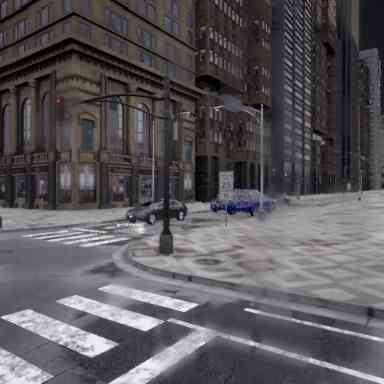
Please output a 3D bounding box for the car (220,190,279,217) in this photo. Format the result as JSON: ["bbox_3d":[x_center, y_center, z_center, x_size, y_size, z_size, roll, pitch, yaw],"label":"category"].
[{"bbox_3d":[4.789,0.867,26.874,2.150,2.045,5.566,0,1,36],"label":"car"}]

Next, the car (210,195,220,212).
[{"bbox_3d":[3.911,0.815,31.146,2.150,2.045,5.566,0,1,36],"label":"car"}]

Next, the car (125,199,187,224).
[{"bbox_3d":[-2.297,1.242,22.446,1.837,1.490,4.892,0,1,37],"label":"car"}]

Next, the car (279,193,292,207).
[{"bbox_3d":[10.598,0.933,40.450,2.128,1.511,4.902,0,1,36],"label":"car"}]
